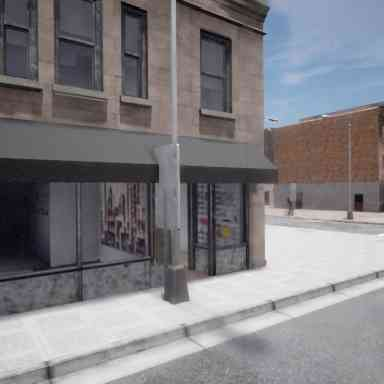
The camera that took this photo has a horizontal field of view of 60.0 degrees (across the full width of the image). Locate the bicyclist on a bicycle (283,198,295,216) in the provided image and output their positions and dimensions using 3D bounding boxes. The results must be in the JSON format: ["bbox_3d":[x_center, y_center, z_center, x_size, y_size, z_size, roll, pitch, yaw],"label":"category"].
[{"bbox_3d":[8.946,1.375,30.642,1.656,1.620,0.582,-1,1,-35],"label":"bicyclist on a bicycle"}]
